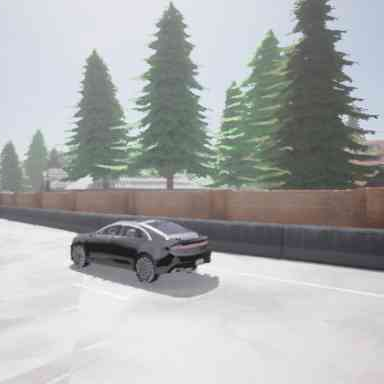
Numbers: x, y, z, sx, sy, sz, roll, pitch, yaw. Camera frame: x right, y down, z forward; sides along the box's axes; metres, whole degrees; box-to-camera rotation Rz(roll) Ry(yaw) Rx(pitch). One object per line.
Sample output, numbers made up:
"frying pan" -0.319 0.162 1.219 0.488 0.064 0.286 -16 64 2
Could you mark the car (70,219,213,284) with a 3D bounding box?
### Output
"car" -1.702 1.558 9.844 4.902 1.511 2.128 0 0 38
